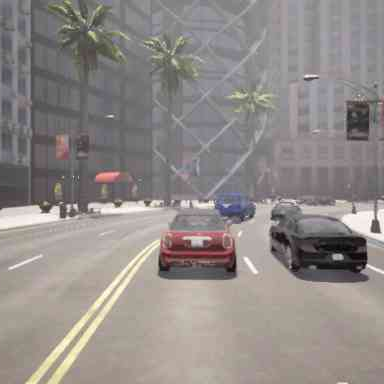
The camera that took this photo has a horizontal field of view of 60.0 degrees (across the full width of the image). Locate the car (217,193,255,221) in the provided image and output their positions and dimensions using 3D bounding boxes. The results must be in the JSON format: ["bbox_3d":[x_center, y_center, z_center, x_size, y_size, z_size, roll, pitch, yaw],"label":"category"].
[{"bbox_3d":[3.464,1.124,26.103,2.150,2.045,5.566,0,0,22],"label":"car"}]

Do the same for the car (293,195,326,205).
[{"bbox_3d":[18.612,1.291,52.596,4.902,1.511,2.128,0,0,-25],"label":"car"}]

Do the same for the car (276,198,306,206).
[{"bbox_3d":[7.686,1.461,26.872,1.994,1.385,4.181,0,0,25],"label":"car"}]

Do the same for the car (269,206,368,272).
[{"bbox_3d":[3.742,1.436,10.706,1.882,1.535,5.008,0,0,3],"label":"car"}]

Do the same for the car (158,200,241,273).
[{"bbox_3d":[0.240,1.314,10.717,2.097,1.767,4.553,0,1,3],"label":"car"}]

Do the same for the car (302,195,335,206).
[{"bbox_3d":[18.834,1.318,48.836,4.892,1.490,1.837,0,0,-27],"label":"car"}]
